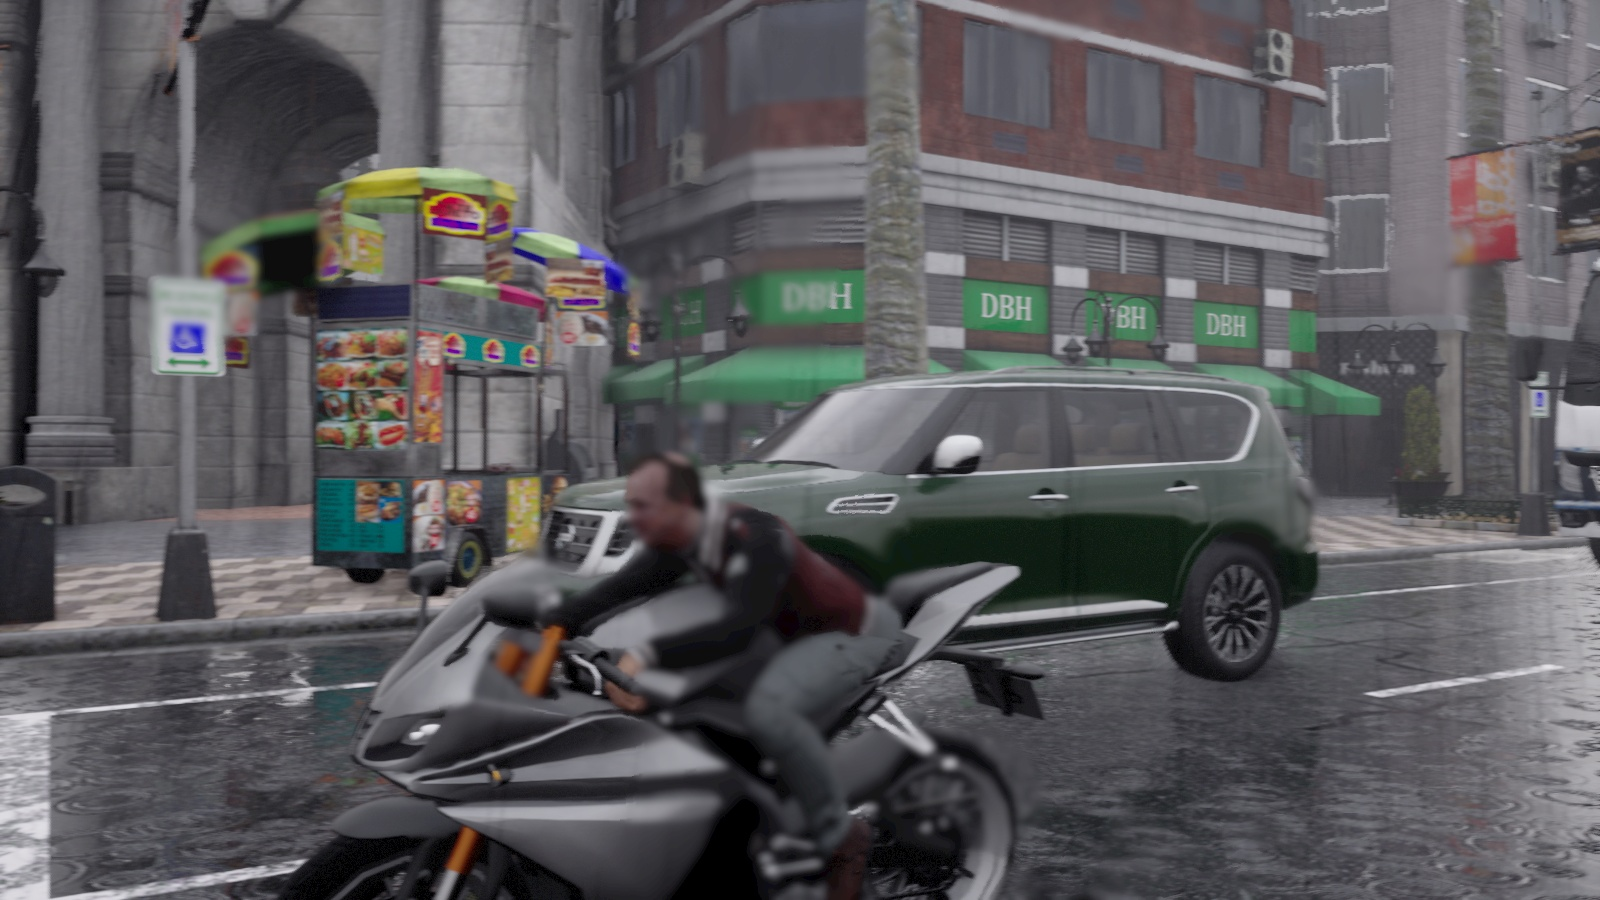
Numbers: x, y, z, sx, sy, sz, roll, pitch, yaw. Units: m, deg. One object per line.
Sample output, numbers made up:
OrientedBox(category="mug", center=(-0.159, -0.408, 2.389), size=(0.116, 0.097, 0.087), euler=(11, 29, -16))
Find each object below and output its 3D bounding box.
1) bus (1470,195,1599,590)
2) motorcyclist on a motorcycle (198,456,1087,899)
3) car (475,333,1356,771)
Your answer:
OrientedBox(category="bus", center=(13.303, -0.625, 15.722), size=(10.273, 4.253, 3.944), euler=(0, 0, -31))
OrientedBox(category="motorcyclist on a motorcycle", center=(-0.349, 0.787, 3.350), size=(2.191, 1.530, 0.866), euler=(0, 0, -31))
OrientedBox(category="car", center=(0.946, 0.478, 8.233), size=(5.566, 2.045, 2.150), euler=(0, 0, -31))
